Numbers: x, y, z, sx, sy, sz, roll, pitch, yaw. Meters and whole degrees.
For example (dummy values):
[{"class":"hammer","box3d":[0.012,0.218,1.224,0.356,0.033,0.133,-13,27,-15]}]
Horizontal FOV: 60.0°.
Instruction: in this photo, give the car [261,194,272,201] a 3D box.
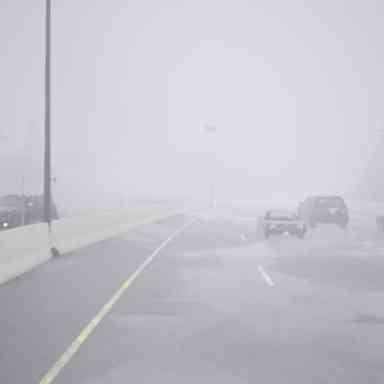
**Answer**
[{"class":"car","box3d":[19.366,1.352,86.374,2.097,1.767,4.553,0,0,27]}]

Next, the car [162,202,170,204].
[{"class":"car","box3d":[-5.012,1.457,59.576,2.033,1.411,5.357,0,0,17]}]

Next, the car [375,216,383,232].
[{"class":"car","box3d":[11.538,1.639,17.458,1.895,1.301,4.718,0,0,6]}]

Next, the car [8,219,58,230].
[{"class":"car","box3d":[-9.616,1.157,18.631,2.150,2.045,5.566,0,0,6]}]

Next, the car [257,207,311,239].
[{"class":"car","box3d":[4.498,1.604,17.372,1.895,1.301,4.718,0,0,5]}]

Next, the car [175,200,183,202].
[{"class":"car","box3d":[-1.595,1.454,58.852,1.812,1.442,4.674,0,0,17]}]

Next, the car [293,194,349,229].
[{"class":"car","box3d":[8.492,1.241,21.988,2.150,2.045,5.566,0,0,7]}]
